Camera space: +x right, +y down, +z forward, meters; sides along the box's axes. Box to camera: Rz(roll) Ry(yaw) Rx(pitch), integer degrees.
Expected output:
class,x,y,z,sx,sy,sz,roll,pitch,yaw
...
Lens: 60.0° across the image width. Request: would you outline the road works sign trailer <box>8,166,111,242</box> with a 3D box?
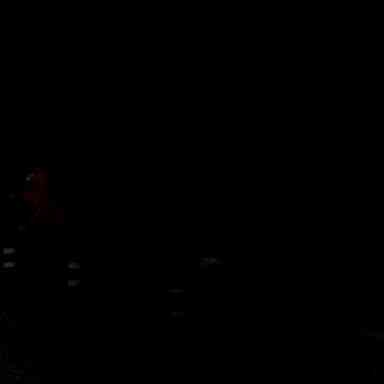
class,x,y,z,sx,sy,sz,roll,pitch,yaw
road works sign trailer,-4.908,0.813,12.149,3.560,2.880,2.380,3,-41,36
